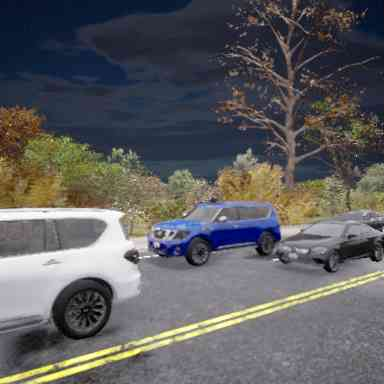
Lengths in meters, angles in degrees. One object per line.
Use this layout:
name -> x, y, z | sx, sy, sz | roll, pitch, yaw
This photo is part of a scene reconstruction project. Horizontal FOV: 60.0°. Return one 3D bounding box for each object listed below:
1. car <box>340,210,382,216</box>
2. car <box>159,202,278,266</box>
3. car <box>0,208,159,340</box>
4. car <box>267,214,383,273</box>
car -> 9.363, 1.802, 18.942 | 4.892, 1.490, 1.837 | 1, -1, -37
car -> 1.043, 1.407, 12.613 | 5.566, 2.045, 2.150 | 1, -1, -37
car -> -3.516, 1.293, 5.178 | 5.566, 2.045, 2.150 | 1, -1, -37
car -> 4.930, 1.704, 11.482 | 4.674, 1.442, 1.812 | 1, -1, -37
